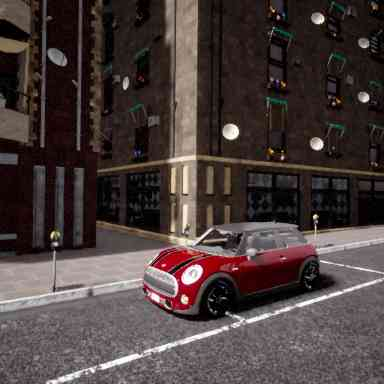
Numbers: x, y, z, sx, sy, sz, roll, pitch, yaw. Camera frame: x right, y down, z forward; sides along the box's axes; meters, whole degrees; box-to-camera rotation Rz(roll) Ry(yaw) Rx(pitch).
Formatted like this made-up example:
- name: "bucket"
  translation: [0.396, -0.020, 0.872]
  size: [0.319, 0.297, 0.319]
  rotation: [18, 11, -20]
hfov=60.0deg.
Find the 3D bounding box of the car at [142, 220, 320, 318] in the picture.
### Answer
- name: "car"
  translation: [0.944, 1.442, 7.358]
  size: [4.097, 1.590, 1.967]
  rotation: [0, 1, -35]
